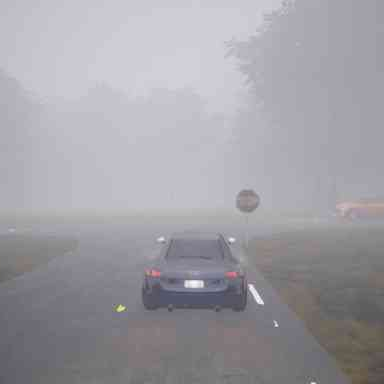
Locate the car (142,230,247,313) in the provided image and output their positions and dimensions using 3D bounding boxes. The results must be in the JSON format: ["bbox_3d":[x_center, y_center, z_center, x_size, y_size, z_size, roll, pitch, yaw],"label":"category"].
[{"bbox_3d":[0.097,1.563,7.764,1.994,1.385,4.181,0,0,2],"label":"car"}]

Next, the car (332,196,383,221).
[{"bbox_3d":[12.598,1.063,24.069,4.553,1.767,2.097,-1,1,0],"label":"car"}]
